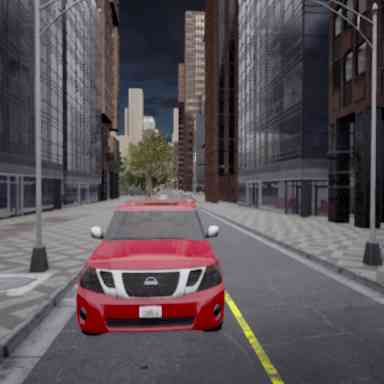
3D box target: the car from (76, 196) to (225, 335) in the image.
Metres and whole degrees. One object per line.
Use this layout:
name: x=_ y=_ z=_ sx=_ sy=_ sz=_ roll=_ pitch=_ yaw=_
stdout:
car: x=-0.752 y=1.212 z=7.110 sx=2.150 sy=2.045 sz=5.566 roll=0 pitch=0 yaw=-4

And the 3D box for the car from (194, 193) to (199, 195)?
car: x=-0.707 y=1.266 z=43.819 sx=2.097 sy=1.767 sz=4.553 roll=0 pitch=0 yaw=-4
